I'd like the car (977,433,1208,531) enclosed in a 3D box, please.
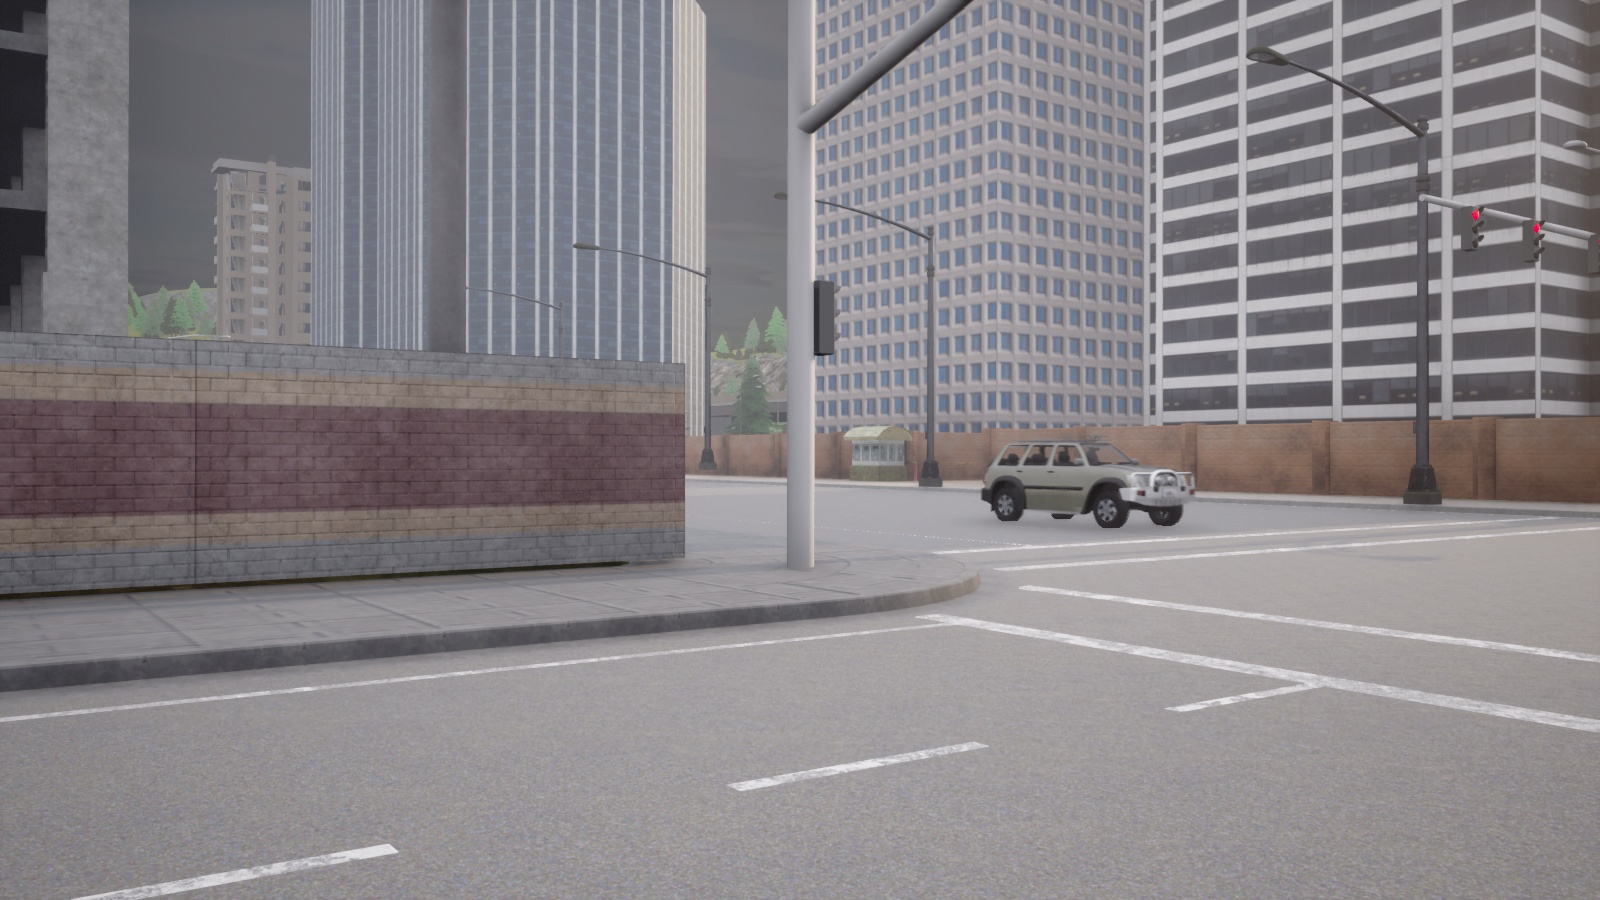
[{"bbox_3d":[6.014,0.613,26.326,1.932,1.855,4.605,0,0,-35],"label":"car"}]
